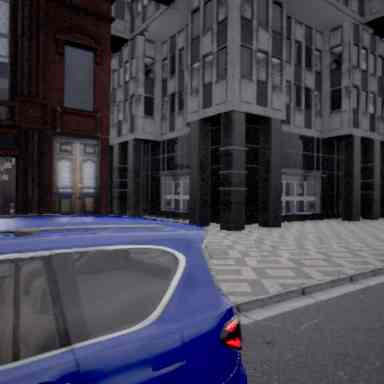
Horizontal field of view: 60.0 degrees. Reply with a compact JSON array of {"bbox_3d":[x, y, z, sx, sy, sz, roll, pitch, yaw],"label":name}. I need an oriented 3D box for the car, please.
[{"bbox_3d":[-2.163,1.213,1.835,5.566,2.045,2.150,1,0,-36],"label":"car"}]
